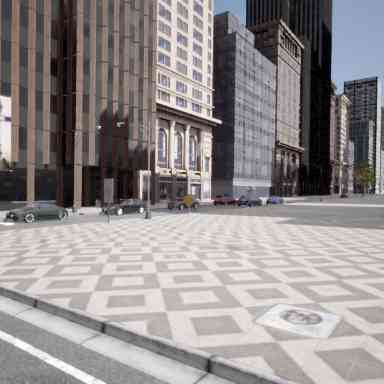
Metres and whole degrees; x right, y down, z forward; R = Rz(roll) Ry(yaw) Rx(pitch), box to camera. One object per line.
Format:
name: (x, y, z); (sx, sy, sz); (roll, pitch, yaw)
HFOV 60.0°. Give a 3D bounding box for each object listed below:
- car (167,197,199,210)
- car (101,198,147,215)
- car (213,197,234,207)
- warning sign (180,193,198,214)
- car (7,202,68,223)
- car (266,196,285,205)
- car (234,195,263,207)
car: (-1.005, 1.340, 39.694); (1.837, 1.490, 4.892); (1, 1, 35)
car: (-6.452, 1.377, 32.002); (1.837, 1.490, 4.892); (1, 1, 35)
car: (4.953, 1.394, 48.049); (1.895, 1.301, 4.718); (1, 1, 36)
warning sign: (-0.259, 1.076, 30.681); (1.300, 1.860, 1.060); (1, 1, 35)
car: (-11.464, 1.470, 24.925); (1.994, 1.385, 4.181); (1, 1, 35)
car: (13.947, 1.361, 55.469); (1.994, 1.385, 4.181); (1, 1, 35)
car: (8.347, 1.192, 47.464); (2.097, 1.767, 4.553); (1, 1, 36)
